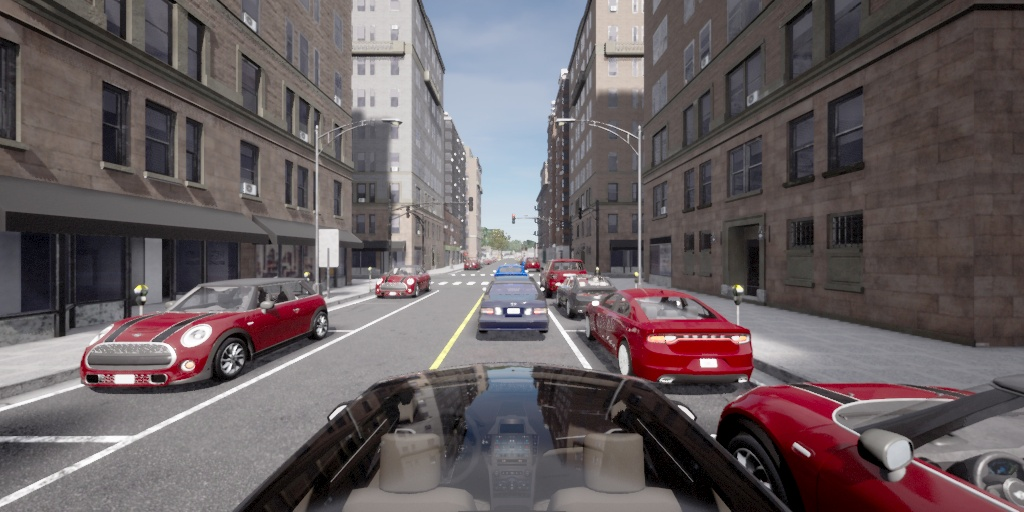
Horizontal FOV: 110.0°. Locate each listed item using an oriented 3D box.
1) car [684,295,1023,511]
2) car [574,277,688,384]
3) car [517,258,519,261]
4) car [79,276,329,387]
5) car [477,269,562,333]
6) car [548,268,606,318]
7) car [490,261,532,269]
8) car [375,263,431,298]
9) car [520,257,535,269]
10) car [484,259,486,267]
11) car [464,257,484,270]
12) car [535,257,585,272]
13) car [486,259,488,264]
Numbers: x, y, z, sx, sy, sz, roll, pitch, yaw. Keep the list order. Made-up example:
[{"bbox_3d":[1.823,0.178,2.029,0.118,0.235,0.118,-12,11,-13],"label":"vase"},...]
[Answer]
[{"bbox_3d":[2.642,1.190,1.337,1.967,1.591,4.097,0,0,0],"label":"car"},{"bbox_3d":[2.619,1.295,7.019,1.888,1.381,4.507,0,0,0],"label":"car"},{"bbox_3d":[2.444,1.058,61.951,2.192,1.841,5.009,0,0,0],"label":"car"},{"bbox_3d":[-5.406,1.189,6.986,1.967,1.591,4.097,0,0,0],"label":"car"},{"bbox_3d":[0.042,1.297,10.674,2.033,1.411,5.357,0,0,0],"label":"car"},{"bbox_3d":[2.595,1.300,12.701,2.007,1.370,4.403,0,0,0],"label":"car"},{"bbox_3d":[-0.074,1.227,20.493,1.882,1.535,5.008,0,0,0],"label":"car"},{"bbox_3d":[-5.453,1.189,18.350,1.967,1.591,4.097,0,0,0],"label":"car"},{"bbox_3d":[2.524,1.061,45.440,2.192,1.841,5.009,0,0,0],"label":"car"},{"bbox_3d":[-5.637,1.310,56.413,1.948,1.339,4.313,0,0,0],"label":"car"},{"bbox_3d":[-5.617,1.060,50.909,2.192,1.841,5.009,0,0,0],"label":"car"},{"bbox_3d":[2.572,1.064,18.384,2.192,1.841,5.009,0,0,0],"label":"car"},{"bbox_3d":[-5.658,1.294,61.917,2.007,1.370,4.403,0,0,0],"label":"car"}]
